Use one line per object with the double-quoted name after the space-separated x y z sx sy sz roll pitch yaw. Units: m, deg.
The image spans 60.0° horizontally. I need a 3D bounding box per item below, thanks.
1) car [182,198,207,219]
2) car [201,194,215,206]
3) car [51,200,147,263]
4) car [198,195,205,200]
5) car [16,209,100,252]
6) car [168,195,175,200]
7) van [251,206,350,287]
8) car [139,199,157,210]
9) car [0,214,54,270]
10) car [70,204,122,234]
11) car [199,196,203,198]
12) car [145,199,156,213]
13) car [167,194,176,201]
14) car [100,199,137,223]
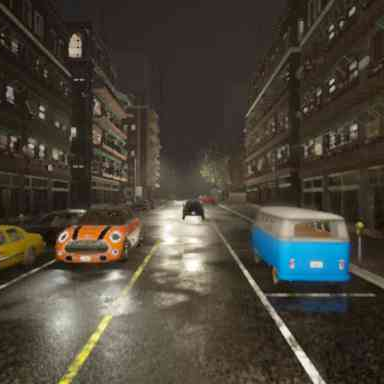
0.104 1.525 28.929 1.812 1.442 4.674 0 0 0 "car"
2.719 1.319 54.549 2.192 1.841 5.009 1 0 0 "car"
-3.097 1.351 11.947 2.097 1.767 4.553 0 0 0 "car"
2.722 1.549 92.750 1.752 1.417 4.829 1 0 0 "car"
-5.640 1.565 14.697 1.947 1.339 4.313 1 0 0 "car"
-5.659 1.606 92.587 1.802 1.307 4.206 1 0 0 "car"
2.709 1.340 9.071 1.690 1.788 3.998 1 0 0 "van"
-5.635 1.583 43.122 1.802 1.307 4.206 1 0 0 "car"
-5.641 1.525 8.843 1.752 1.417 4.829 1 0 0 "car"
-5.638 1.524 20.211 1.752 1.417 4.829 1 0 0 "car"
0.109 1.602 45.285 1.895 1.301 4.718 0 0 0 "car"
-5.635 1.551 37.436 2.008 1.369 4.403 1 0 0 "car"
-5.660 1.602 87.050 1.802 1.307 4.206 1 0 0 "car"
-5.636 1.439 26.068 1.967 1.590 4.097 1 0 0 "car"
